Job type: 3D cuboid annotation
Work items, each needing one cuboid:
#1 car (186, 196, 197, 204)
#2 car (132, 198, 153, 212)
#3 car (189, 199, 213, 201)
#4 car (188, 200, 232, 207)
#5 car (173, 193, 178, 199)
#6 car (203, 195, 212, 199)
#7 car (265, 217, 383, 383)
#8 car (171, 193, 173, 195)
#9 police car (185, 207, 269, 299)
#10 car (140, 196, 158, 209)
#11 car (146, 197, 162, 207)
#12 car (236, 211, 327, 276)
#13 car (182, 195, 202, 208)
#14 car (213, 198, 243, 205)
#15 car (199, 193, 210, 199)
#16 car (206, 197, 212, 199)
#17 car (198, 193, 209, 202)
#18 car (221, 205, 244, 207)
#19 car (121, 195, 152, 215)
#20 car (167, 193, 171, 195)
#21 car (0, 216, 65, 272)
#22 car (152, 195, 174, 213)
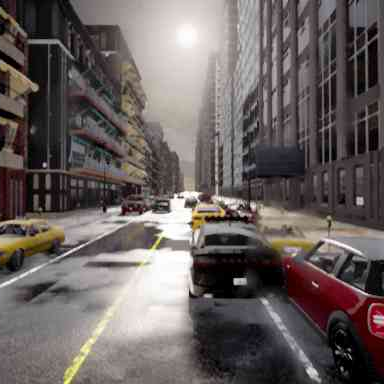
[{"bbox_3d":[-0.101,1.470,59.995,1.895,1.301,4.718,0,0,0],"label":"car"},{"bbox_3d":[-5.744,1.444,39.103,1.752,1.417,4.829,1,0,0],"label":"car"},{"bbox_3d":[0.858,1.479,24.487,1.812,1.442,4.674,0,0,0],"label":"car"},{"bbox_3d":[0.869,1.443,18.486,1.882,1.535,5.008,0,0,0],"label":"car"},{"bbox_3d":[-5.826,1.103,90.135,2.192,1.841,5.009,1,0,0],"label":"car"},{"bbox_3d":[2.635,1.444,39.456,1.752,1.417,4.829,1,0,0],"label":"car"},{"bbox_3d":[2.694,1.431,5.377,1.967,1.590,4.097,1,0,0],"label":"car"},{"bbox_3d":[-5.801,1.361,73.011,1.752,1.417,4.829,1,0,0],"label":"car"},{"bbox_3d":[0.863,1.410,8.593,1.930,1.638,5.238,0,0,0],"label":"police car"},{"bbox_3d":[-5.753,1.346,44.923,1.967,1.590,4.097,1,0,0],"label":"car"},{"bbox_3d":[-5.764,1.437,50.577,1.887,1.381,4.507,1,0,0],"label":"car"},{"bbox_3d":[2.683,1.505,11.198,1.752,1.417,4.829,1,0,0],"label":"car"},{"bbox_3d":[-0.060,1.467,46.054,1.994,1.385,4.181,0,0,0],"label":"car"},{"bbox_3d":[2.665,1.398,22.330,1.967,1.590,4.097,1,0,0],"label":"car"},{"bbox_3d":[2.601,1.180,61.891,2.192,1.841,5.009,1,0,0],"label":"car"},{"bbox_3d":[2.644,1.498,33.634,1.947,1.339,4.313,1,0,0],"label":"car"},{"bbox_3d":[2.582,1.150,73.193,2.192,1.841,5.009,1,0,0],"label":"car"},{"bbox_3d":[2.672,1.551,16.679,1.802,1.307,4.206,1,0,0],"label":"car"},{"bbox_3d":[-5.732,1.247,33.621,2.192,1.841,5.009,1,0,0],"label":"car"},{"bbox_3d":[-5.792,1.395,67.531,1.887,1.381,4.507,1,0,0],"label":"car"},{"bbox_3d":[-5.697,1.506,10.845,1.752,1.417,4.829,1,0,0],"label":"car"},{"bbox_3d":[-3.160,1.431,35.879,1.837,1.490,4.892,0,0,0],"label":"car"}]
